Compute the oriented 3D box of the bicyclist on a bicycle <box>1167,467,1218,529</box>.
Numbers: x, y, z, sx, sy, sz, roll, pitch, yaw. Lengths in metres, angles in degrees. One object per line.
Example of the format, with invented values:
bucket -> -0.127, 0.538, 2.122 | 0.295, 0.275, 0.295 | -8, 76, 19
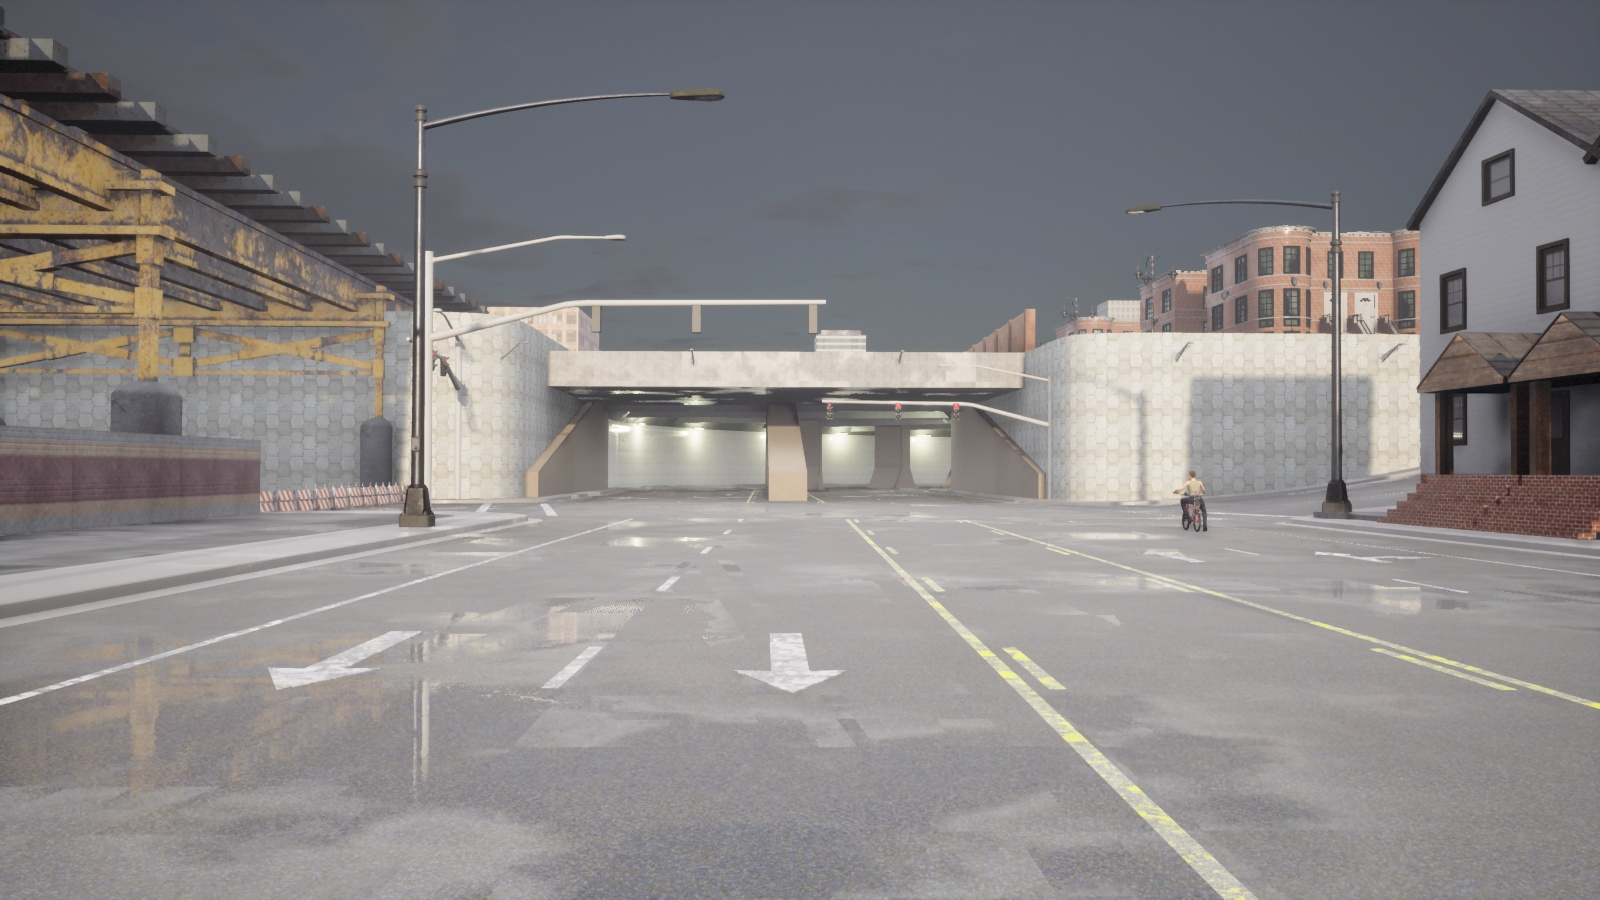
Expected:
bicyclist on a bicycle -> 10.414, 1.269, 33.382 | 0.866, 1.612, 1.509 | 0, -1, 0
